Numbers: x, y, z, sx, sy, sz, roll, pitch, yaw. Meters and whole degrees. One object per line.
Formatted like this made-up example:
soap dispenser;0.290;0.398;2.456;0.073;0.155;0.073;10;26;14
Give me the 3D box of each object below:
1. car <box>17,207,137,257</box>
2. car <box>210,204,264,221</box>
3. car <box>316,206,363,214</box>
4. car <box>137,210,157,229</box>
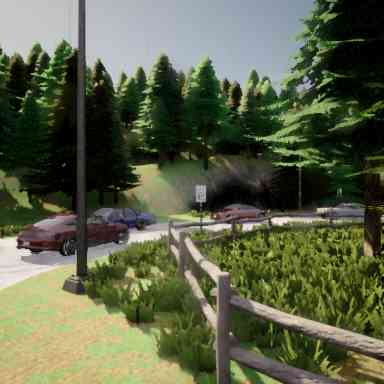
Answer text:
car;-4.450;1.552;13.121;1.812;1.442;4.674;0;0;28
car;3.474;1.591;25.180;4.181;1.385;1.994;0;0;-26
car;12.992;1.628;28.079;4.718;1.301;1.895;0;0;-6
car;-4.467;1.574;19.138;2.033;1.411;5.357;0;0;41
